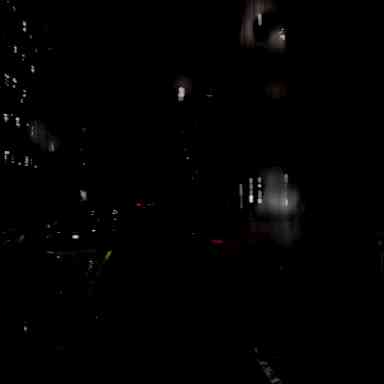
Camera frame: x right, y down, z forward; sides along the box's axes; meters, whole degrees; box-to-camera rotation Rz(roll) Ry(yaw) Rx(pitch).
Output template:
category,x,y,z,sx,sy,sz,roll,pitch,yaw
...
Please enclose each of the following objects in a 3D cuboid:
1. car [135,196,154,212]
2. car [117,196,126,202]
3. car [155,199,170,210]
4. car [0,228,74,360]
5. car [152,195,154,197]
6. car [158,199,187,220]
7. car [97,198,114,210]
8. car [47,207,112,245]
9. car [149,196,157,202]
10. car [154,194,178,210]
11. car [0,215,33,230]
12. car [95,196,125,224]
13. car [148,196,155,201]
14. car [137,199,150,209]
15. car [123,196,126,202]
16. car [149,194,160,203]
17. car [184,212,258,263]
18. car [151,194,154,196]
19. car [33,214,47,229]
category,x,y,z,sx,sy,sz,roll,pitch,yaw
car,-5.869,1.625,40.492,1.812,1.442,4.674,-1,0,-9
car,-18.463,1.784,87.248,1.967,1.590,4.097,-2,0,-9
car,-4.010,1.633,44.563,1.802,1.307,4.206,-2,0,-9
car,-3.596,1.644,5.813,1.994,1.385,4.181,-1,0,-9
car,-5.676,1.644,55.535,1.947,1.339,4.313,-2,0,-9
car,-1.512,1.574,28.104,1.947,1.339,4.313,-2,0,-9
car,-12.633,1.692,48.845,1.967,1.590,4.097,-2,0,-9
car,-5.090,1.670,15.642,1.994,1.385,4.181,-1,0,-9
car,-9.867,1.670,83.134,1.752,1.417,4.829,-2,0,-9
car,-2.354,1.338,33.590,2.192,1.841,5.009,-2,0,-9
car,-6.804,1.592,10.441,1.967,1.590,4.097,-2,0,-9
car,-6.597,1.484,25.626,2.097,1.767,4.553,-1,0,-9
car,-11.505,1.752,93.938,1.802,1.307,4.206,-2,0,-9
car,-7.393,1.726,50.469,1.895,1.301,4.718,-1,0,-9
car,-16.769,1.843,76.108,1.752,1.417,4.829,-2,0,-9
car,-8.184,1.433,71.993,2.192,1.841,5.009,-2,0,-9
car,0.991,1.547,11.647,1.802,1.307,4.206,-2,0,-9
car,-6.509,1.642,61.021,2.008,1.369,4.403,-2,0,-9
car,-7.631,1.748,15.928,1.802,1.307,4.206,-2,0,-9
